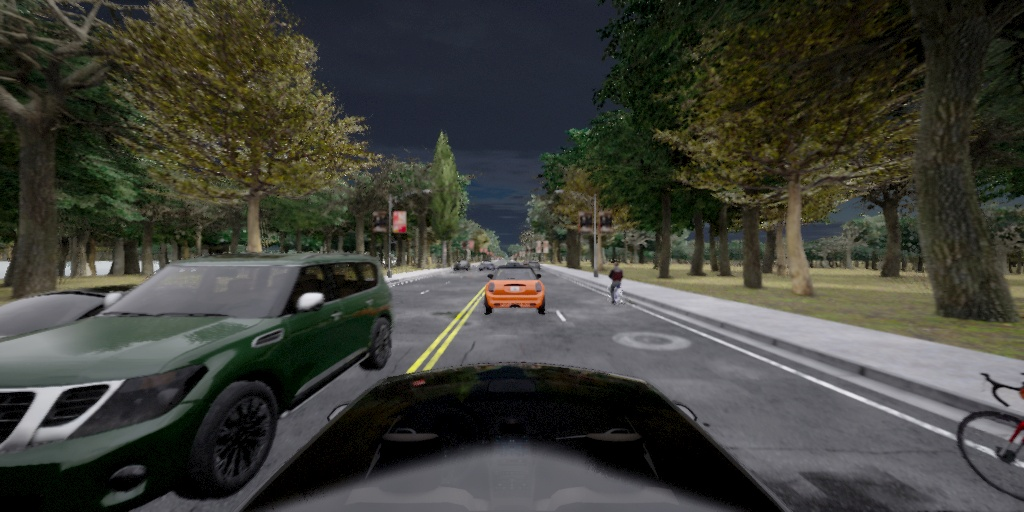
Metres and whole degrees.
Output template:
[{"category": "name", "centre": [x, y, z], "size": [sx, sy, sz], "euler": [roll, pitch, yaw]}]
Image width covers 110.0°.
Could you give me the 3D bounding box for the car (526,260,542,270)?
[{"category": "car", "centre": [3.352, 1.376, 56.069], "size": [2.128, 1.511, 4.902], "euler": [0, 0, 0]}]

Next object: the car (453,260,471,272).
[{"category": "car", "centre": [-6.580, 1.328, 47.714], "size": [1.882, 1.535, 5.008], "euler": [0, 0, 0]}]

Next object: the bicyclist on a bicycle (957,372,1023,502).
[{"category": "bicyclist on a bicycle", "centre": [4.140, 1.203, 2.518], "size": [0.582, 1.620, 1.656], "euler": [0, 0, 0]}]

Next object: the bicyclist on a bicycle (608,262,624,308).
[{"category": "bicyclist on a bicycle", "centre": [4.141, 1.130, 14.440], "size": [0.659, 1.776, 1.843], "euler": [0, 0, 0]}]

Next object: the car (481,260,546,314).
[{"category": "car", "centre": [0.099, 1.111, 14.033], "size": [2.097, 1.767, 4.553], "euler": [0, 0, 0]}]

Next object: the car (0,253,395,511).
[{"category": "car", "centre": [-3.350, 0.973, 4.830], "size": [2.150, 2.045, 5.566], "euler": [0, 0, 0]}]

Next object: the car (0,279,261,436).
[{"category": "car", "centre": [-6.599, 1.257, 5.657], "size": [1.837, 1.490, 4.892], "euler": [0, 0, 0]}]

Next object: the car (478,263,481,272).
[{"category": "car", "centre": [-3.326, 1.415, 47.825], "size": [1.994, 1.385, 4.181], "euler": [0, 0, 0]}]
